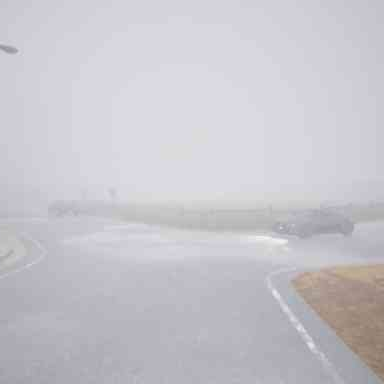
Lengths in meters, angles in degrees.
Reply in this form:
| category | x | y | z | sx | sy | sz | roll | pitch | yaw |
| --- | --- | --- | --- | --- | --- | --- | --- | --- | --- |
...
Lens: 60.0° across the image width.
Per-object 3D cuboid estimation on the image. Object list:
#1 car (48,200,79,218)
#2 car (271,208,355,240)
| category | x | y | z | sx | sy | sz | roll | pitch | yaw |
| --- | --- | --- | --- | --- | --- | --- | --- | --- | --- |
| car | -12.056 | 1.539 | 31.126 | 1.837 | 1.490 | 4.892 | -1 | 0 | -36 |
| car | 6.119 | 1.523 | 16.867 | 4.181 | 1.385 | 1.994 | -1 | 0 | -23 |
